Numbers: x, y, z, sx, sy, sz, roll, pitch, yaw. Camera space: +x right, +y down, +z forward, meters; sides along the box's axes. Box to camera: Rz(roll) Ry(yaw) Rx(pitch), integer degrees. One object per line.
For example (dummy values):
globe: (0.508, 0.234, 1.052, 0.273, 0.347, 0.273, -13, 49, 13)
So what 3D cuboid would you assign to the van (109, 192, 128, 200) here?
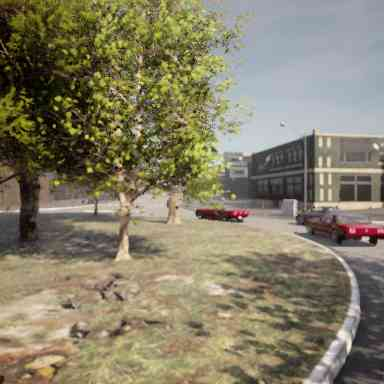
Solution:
van: (-19.281, 1.086, 87.447, 4.442, 1.987, 1.878, 0, 1, -1)

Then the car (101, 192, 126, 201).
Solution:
car: (-19.366, 1.112, 81.931, 5.566, 2.045, 2.435, 0, 1, -1)

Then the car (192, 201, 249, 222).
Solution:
car: (2.349, 1.697, 27.557, 1.895, 1.301, 4.718, 0, 0, -39)

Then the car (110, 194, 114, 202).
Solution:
car: (-19.192, 1.476, 68.145, 5.008, 1.535, 2.097, 0, 0, -1)

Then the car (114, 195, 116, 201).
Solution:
car: (-19.214, 1.497, 70.901, 4.674, 1.452, 2.002, 0, 0, -1)

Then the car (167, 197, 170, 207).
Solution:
car: (-3.062, 1.584, 53.934, 2.128, 1.511, 4.902, 0, 0, -5)

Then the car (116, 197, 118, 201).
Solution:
car: (-19.216, 1.312, 73.658, 4.553, 1.767, 2.185, 0, 0, -1)

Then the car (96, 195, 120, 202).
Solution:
car: (-19.284, 1.417, 76.420, 4.892, 1.521, 2.231, 0, 0, -1)

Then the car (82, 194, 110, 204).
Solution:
car: (-19.125, 1.366, 65.383, 4.553, 1.767, 2.185, 0, 0, -1)

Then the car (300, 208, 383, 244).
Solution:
car: (7.217, 1.667, 16.197, 1.895, 1.301, 4.718, 0, 0, -2)

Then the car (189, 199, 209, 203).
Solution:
car: (0.985, 1.571, 63.764, 4.792, 1.488, 2.163, 0, 0, -1)

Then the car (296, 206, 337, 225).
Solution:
car: (8.941, 1.644, 22.616, 1.994, 1.385, 4.181, 0, 0, -19)
